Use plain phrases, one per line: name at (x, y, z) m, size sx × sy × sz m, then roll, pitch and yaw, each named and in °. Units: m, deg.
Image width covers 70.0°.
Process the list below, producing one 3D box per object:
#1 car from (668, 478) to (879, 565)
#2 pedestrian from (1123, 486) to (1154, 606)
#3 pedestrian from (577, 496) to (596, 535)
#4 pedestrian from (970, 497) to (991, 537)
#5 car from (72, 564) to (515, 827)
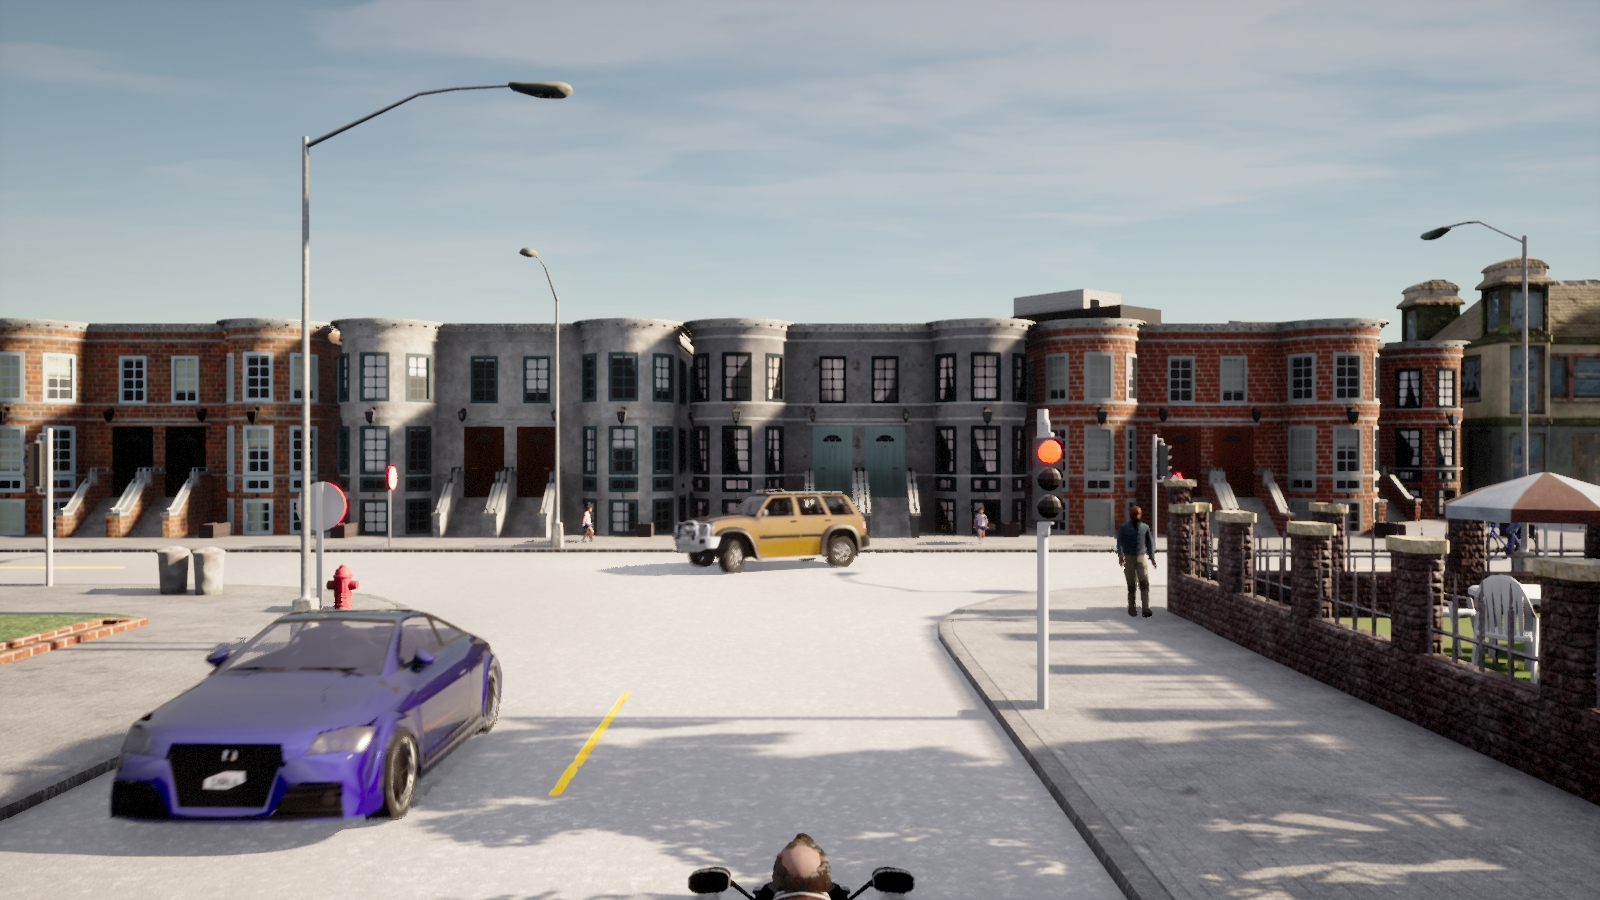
car at (-0.600, 1.633, 27.087) m, size 4.605 × 1.855 × 1.932 m, roll 0°, pitch -2°, yaw -29°
pedestrian at (5.342, 1.508, 18.038) m, size 0.375 × 1.860 × 0.375 m, roll 0°, pitch 0°, yaw 2°
pedestrian at (-6.156, 1.891, 32.973) m, size 0.500 × 1.100 × 0.500 m, roll 0°, pitch 0°, yaw -6°
pedestrian at (5.093, 1.892, 32.249) m, size 0.500 × 1.100 × 0.500 m, roll 0°, pitch 0°, yaw 0°
car at (-4.000, 1.894, 9.943) m, size 1.994 × 1.385 × 4.181 m, roll 0°, pitch 0°, yaw 0°
